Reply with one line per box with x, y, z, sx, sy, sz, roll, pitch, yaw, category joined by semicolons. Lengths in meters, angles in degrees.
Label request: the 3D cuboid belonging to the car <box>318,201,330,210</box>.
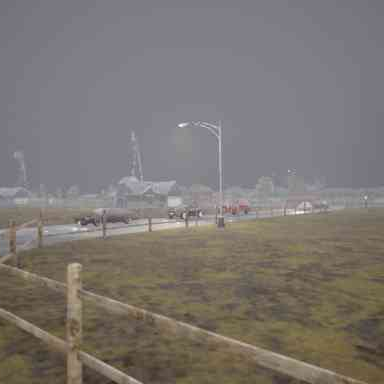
25.122;2.471;64.325;2.097;1.767;4.553;-2;-2;34;car

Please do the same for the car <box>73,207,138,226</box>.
-6.648;1.884;26.309;2.033;1.411;5.357;-2;-2;36;car

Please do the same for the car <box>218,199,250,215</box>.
5.568;1.912;43.383;2.150;2.045;5.566;-2;-2;36;car

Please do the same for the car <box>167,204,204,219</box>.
-0.626;2.013;34.723;1.837;1.490;4.892;-2;-2;36;car

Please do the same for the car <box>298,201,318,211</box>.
19.406;2.456;56.360;1.812;1.442;4.674;-2;-2;36;car
